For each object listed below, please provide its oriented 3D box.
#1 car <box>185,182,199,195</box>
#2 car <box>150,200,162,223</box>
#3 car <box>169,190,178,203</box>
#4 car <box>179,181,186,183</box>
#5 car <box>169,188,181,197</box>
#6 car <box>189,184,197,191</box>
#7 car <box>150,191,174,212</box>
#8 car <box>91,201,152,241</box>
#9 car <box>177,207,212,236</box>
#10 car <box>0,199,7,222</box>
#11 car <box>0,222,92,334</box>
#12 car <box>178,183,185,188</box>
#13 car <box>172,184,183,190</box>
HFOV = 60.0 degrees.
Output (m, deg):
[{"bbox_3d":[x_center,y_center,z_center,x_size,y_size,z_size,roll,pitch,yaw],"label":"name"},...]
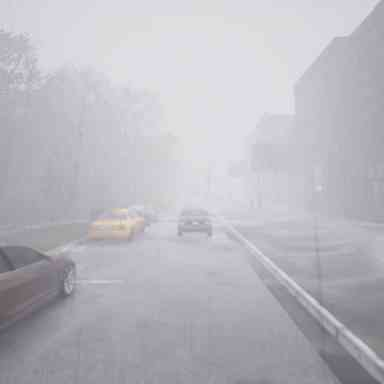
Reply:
[{"bbox_3d":[0.184,-0.513,69.131,2.150,2.045,5.566,0,3,0],"label":"car"},{"bbox_3d":[-3.592,1.529,22.978,2.002,1.452,4.674,0,0,2],"label":"car"},{"bbox_3d":[-3.505,0.912,47.254,1.946,1.575,5.366,1,2,2],"label":"car"},{"bbox_3d":[-3.414,-1.300,86.569,1.946,1.575,5.366,0,3,2],"label":"car"},{"bbox_3d":[-3.493,0.672,52.988,2.231,1.521,4.892,1,3,2],"label":"car"},{"bbox_3d":[0.213,-1.023,79.578,1.837,1.490,4.892,0,3,0],"label":"car"},{"bbox_3d":[-3.533,1.162,36.235,2.185,1.767,4.553,2,2,2],"label":"car"},{"bbox_3d":[-3.601,1.495,16.841,1.946,1.575,5.366,0,1,2],"label":"car"},{"bbox_3d":[0.148,1.568,18.642,2.033,1.411,5.357,0,0,0],"label":"car"},{"bbox_3d":[-12.881,1.393,18.989,2.150,2.045,5.566,0,0,0],"label":"car"},{"bbox_3d":[-3.650,1.550,5.593,2.163,1.488,4.792,-1,0,2],"label":"car"},{"bbox_3d":[-3.452,-0.615,75.256,2.231,1.521,4.892,0,3,2],"label":"car"},{"bbox_3d":[-3.484,-0.075,64.101,2.185,1.767,4.553,0,3,2],"label":"car"}]
